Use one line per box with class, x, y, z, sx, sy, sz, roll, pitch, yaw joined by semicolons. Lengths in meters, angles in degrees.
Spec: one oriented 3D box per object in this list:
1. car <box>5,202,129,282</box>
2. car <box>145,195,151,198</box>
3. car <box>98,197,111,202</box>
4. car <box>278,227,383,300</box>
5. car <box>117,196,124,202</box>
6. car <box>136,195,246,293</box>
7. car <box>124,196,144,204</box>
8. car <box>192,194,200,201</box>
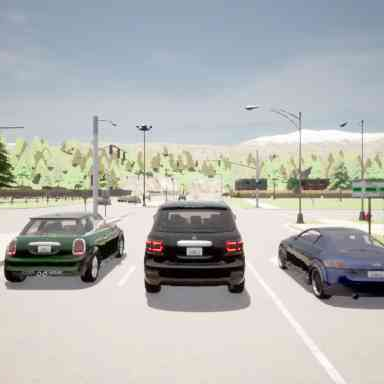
car;-3.424;1.352;9.881;2.097;1.767;4.553;0;0;0
car;-10.529;1.312;77.968;1.994;1.385;4.181;0;0;1
car;-14.508;1.564;53.870;1.994;1.385;4.181;0;0;1
car;3.572;1.564;8.444;1.994;1.385;4.181;0;0;0
car;-14.177;1.539;68.912;2.033;1.411;5.357;0;0;1
car;0.069;1.221;8.988;2.150;2.045;5.566;0;0;0
car;-10.841;1.503;62.258;1.837;1.490;4.892;0;0;1
car;1.060;1.311;83.335;1.882;1.535;5.008;0;0;1
